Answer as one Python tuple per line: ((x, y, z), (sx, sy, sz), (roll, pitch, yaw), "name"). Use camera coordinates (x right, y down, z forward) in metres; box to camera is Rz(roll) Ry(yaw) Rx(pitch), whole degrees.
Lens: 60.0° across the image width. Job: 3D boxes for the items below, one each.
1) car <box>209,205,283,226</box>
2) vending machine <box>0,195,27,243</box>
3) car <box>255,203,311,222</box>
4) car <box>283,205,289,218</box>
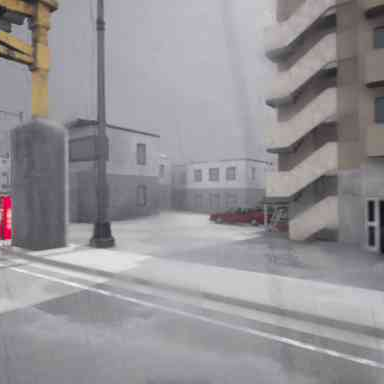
((3.943, 1.868, 25.943), (5.357, 1.415, 2.033), (0, 0, 35), "car")
((-8.303, 1.184, 15.211), (1.100, 2.100, 0.880), (-1, 0, -45), "vending machine")
((9.243, 2.027, 33.829), (5.027, 1.636, 2.152), (-1, 0, 35), "car")
((5.773, 1.877, 28.324), (3.988, 1.617, 1.851), (1, 0, 35), "car")
